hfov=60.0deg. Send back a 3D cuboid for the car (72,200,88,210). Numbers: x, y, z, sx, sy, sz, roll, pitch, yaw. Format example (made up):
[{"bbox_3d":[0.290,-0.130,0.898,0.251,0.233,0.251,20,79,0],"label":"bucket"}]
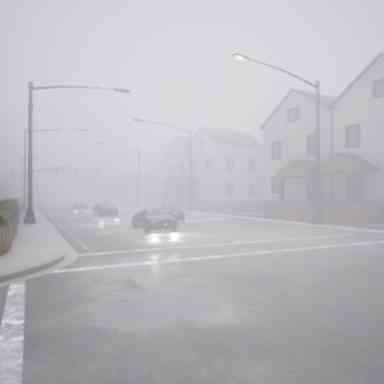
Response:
[{"bbox_3d":[-17.364,1.986,51.474,1.812,1.442,4.674,0,-1,-27],"label":"car"}]

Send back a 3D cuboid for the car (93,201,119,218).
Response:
[{"bbox_3d":[-9.052,1.767,34.696,1.882,1.535,5.008,0,-1,-27],"label":"car"}]

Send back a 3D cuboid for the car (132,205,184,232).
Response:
[{"bbox_3d":[-2.456,1.748,21.538,1.994,1.385,4.181,0,-1,-27],"label":"car"}]
